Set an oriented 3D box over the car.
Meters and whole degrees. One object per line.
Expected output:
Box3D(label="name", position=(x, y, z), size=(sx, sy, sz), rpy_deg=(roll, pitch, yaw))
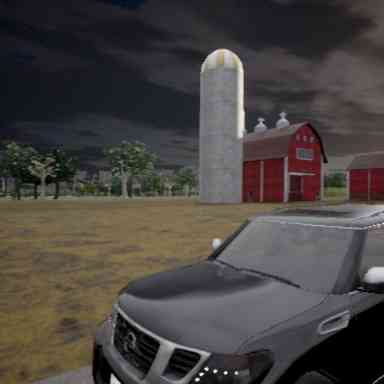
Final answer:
Box3D(label="car", position=(1.662, 1.218, 4.257), size=(5.566, 2.045, 2.150), rpy_deg=(0, 0, -36))
